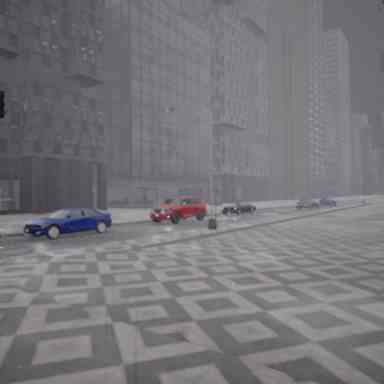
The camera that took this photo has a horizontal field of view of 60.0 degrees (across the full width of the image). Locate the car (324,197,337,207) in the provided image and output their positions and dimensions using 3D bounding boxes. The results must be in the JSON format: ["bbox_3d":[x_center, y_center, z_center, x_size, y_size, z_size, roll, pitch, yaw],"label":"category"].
[{"bbox_3d":[21.359,1.558,52.366,1.882,1.535,5.008,-1,0,36],"label":"car"}]

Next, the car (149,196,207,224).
[{"bbox_3d":[-0.992,1.389,27.057,2.150,2.045,5.566,-1,0,36],"label":"car"}]

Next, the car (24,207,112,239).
[{"bbox_3d":[-6.900,1.660,18.920,1.882,1.535,5.008,-1,0,36],"label":"car"}]

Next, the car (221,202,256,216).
[{"bbox_3d":[4.980,1.754,35.258,1.895,1.301,4.718,-1,0,36],"label":"car"}]

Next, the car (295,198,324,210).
[{"bbox_3d":[15.348,1.642,44.088,2.033,1.411,5.357,-1,0,36],"label":"car"}]
